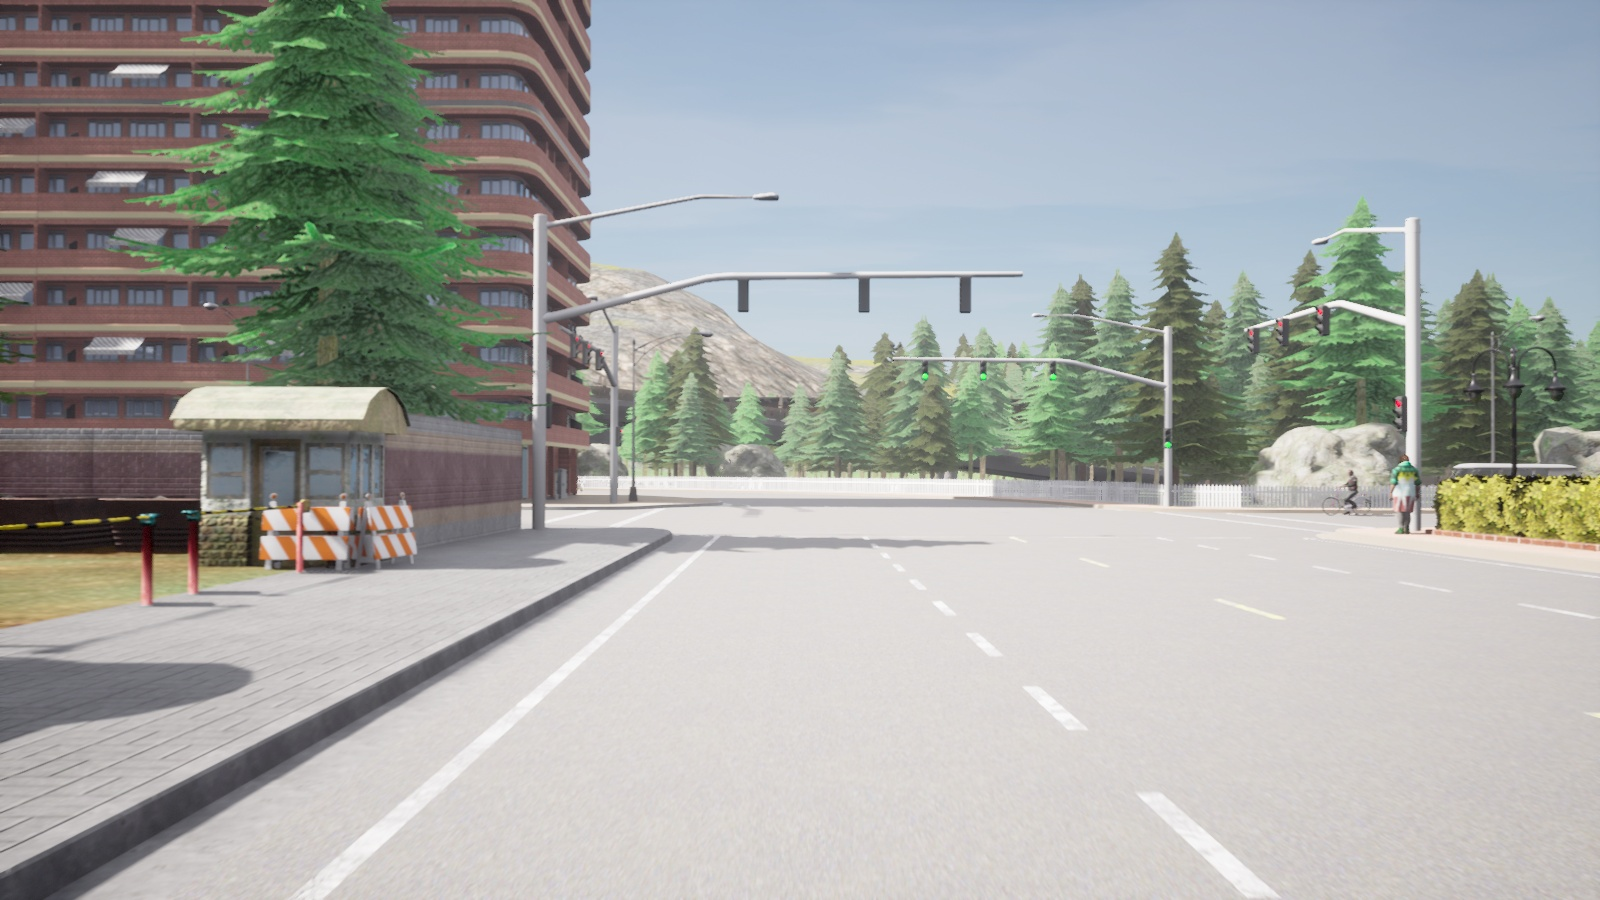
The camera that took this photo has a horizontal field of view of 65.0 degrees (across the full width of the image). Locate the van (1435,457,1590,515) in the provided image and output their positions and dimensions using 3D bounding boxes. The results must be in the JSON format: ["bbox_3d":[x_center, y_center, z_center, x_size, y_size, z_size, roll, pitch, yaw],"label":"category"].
[{"bbox_3d":[25.085,1.266,44.335,4.442,1.987,1.775,0,-1,0],"label":"van"}]

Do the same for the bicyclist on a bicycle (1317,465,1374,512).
[{"bbox_3d":[20.769,1.459,47.838,1.843,1.776,0.659,0,-1,0],"label":"bicyclist on a bicycle"}]

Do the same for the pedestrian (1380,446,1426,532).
[{"bbox_3d":[14.025,0.902,29.220,0.659,1.952,0.873,0,-1,2],"label":"pedestrian"}]
